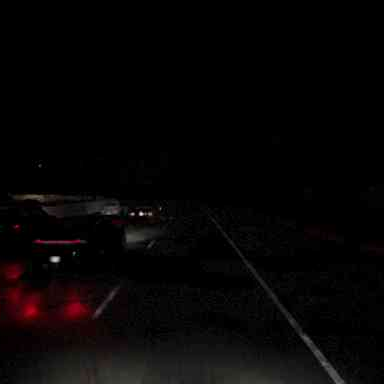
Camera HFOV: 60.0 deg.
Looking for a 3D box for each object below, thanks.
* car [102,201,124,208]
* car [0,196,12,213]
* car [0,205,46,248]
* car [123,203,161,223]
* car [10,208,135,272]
[{"bbox_3d":[-6.941,1.540,30.050,1.812,1.442,4.674,0,0,0],"label":"car"},{"bbox_3d":[-21.241,1.369,35.065,2.097,1.767,4.553,0,0,-2],"label":"car"},{"bbox_3d":[-6.933,1.358,13.724,2.097,1.767,4.553,0,0,0],"label":"car"},{"bbox_3d":[-3.459,1.560,25.300,2.033,1.411,5.357,0,0,0],"label":"car"},{"bbox_3d":[-3.451,1.497,10.851,2.128,1.511,4.902,0,0,0],"label":"car"}]
